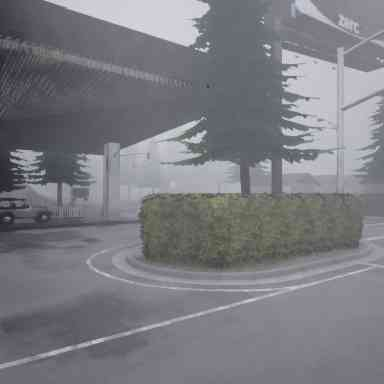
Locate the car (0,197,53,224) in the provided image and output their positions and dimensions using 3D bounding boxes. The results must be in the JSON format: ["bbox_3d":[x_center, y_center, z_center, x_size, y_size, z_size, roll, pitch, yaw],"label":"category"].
[{"bbox_3d":[-12.003,1.313,23.463,3.866,1.878,1.905,0,0,-36],"label":"car"}]
